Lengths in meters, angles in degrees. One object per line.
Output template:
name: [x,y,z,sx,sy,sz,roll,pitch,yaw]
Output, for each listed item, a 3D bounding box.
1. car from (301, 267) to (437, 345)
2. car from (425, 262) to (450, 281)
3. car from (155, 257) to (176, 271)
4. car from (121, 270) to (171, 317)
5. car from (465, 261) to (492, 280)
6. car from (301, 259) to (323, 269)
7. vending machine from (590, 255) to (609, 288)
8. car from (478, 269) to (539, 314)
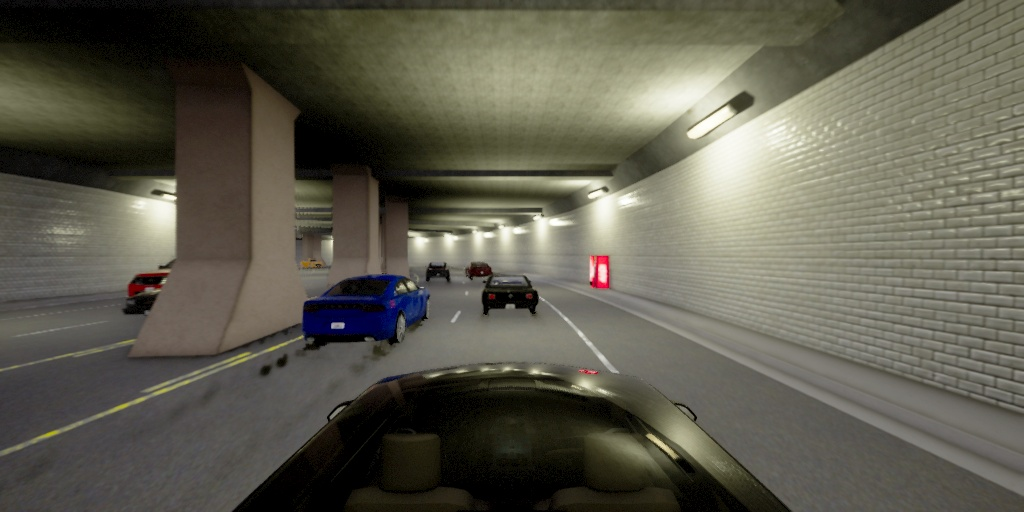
car: [-3.491,1.221,9.539,1.882,1.535,5.008,0,0,-1]
car: [-6.187,1.219,29.824,2.128,1.511,4.902,0,0,-13]
car: [-14.687,0.959,16.955,2.150,2.045,5.566,0,0,-7]
car: [-10.856,1.288,13.244,2.033,1.411,5.357,0,0,-4]
car: [-3.005,1.204,31.497,1.882,1.535,5.008,0,0,-14]
car: [-31.145,1.183,55.864,5.008,1.535,1.882,0,0,41]
vending machine: [5.080,0.930,20.862,1.100,2.100,0.880,0,0,-7]
car: [-0.192,1.341,13.794,1.895,1.301,4.718,0,0,-4]
